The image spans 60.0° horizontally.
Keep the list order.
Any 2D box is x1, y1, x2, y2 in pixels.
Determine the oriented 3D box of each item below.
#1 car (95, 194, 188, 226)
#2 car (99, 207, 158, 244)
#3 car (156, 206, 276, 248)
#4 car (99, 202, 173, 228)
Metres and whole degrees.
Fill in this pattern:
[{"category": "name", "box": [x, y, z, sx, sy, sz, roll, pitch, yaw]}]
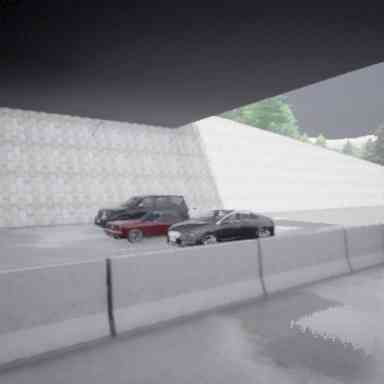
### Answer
[{"category": "car", "box": [-2.701, 1.178, 19.255, 5.566, 2.045, 2.150, 0, 0, -35]}, {"category": "car", "box": [-1.655, 1.563, 15.704, 4.718, 1.301, 1.895, 0, 0, -35]}, {"category": "car", "box": [1.296, 1.448, 13.508, 4.902, 1.511, 2.128, 0, 0, -35]}, {"category": "car", "box": [-3.787, 1.476, 22.778, 4.674, 1.442, 1.812, 0, 0, -35]}]
